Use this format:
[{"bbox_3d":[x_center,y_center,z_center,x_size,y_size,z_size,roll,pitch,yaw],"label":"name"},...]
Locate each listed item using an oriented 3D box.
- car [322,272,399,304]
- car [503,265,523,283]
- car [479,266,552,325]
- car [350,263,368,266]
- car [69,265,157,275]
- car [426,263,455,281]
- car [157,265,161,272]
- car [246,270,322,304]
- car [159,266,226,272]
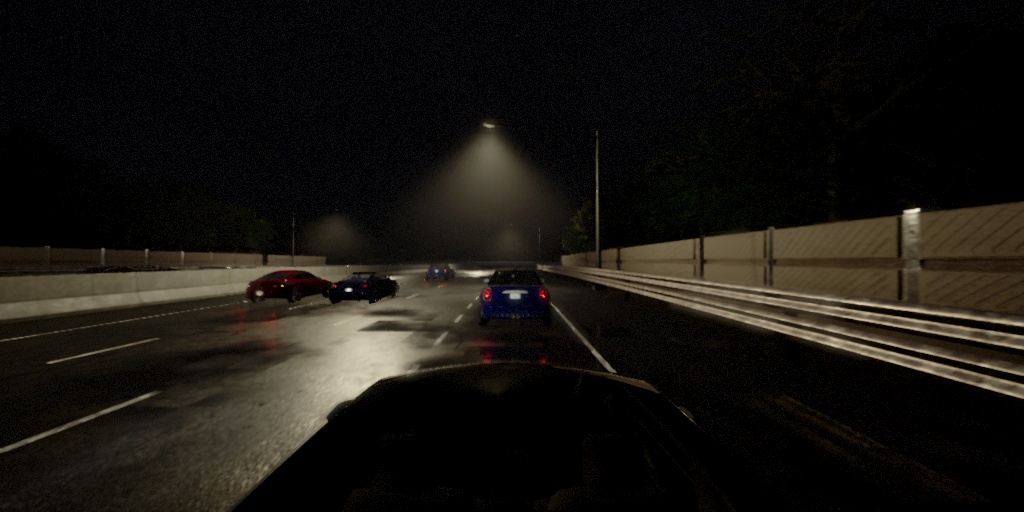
[{"bbox_3d":[-6.910,1.431,17.177,1.994,1.385,4.181,0,-1,0],"label":"car"},{"bbox_3d":[0.092,1.626,33.433,1.812,1.442,4.674,0,-1,0],"label":"car"},{"bbox_3d":[0.093,1.170,12.183,2.097,1.767,4.553,0,-1,0],"label":"car"},{"bbox_3d":[-24.583,2.068,54.752,2.033,1.411,5.357,0,-1,1],"label":"car"},{"bbox_3d":[-28.112,1.468,24.832,1.837,1.490,4.892,0,-1,0],"label":"car"},{"bbox_3d":[-6.922,1.480,35.011,2.097,1.767,4.553,0,-1,0],"label":"car"},{"bbox_3d":[-31.613,1.548,30.956,2.128,1.511,4.902,0,-1,0],"label":"car"},{"bbox_3d":[-10.397,1.392,17.083,1.812,1.442,4.674,0,-1,0],"label":"car"},{"bbox_3d":[-21.111,1.488,24.859,1.812,1.442,4.674,0,-1,0],"label":"car"}]
